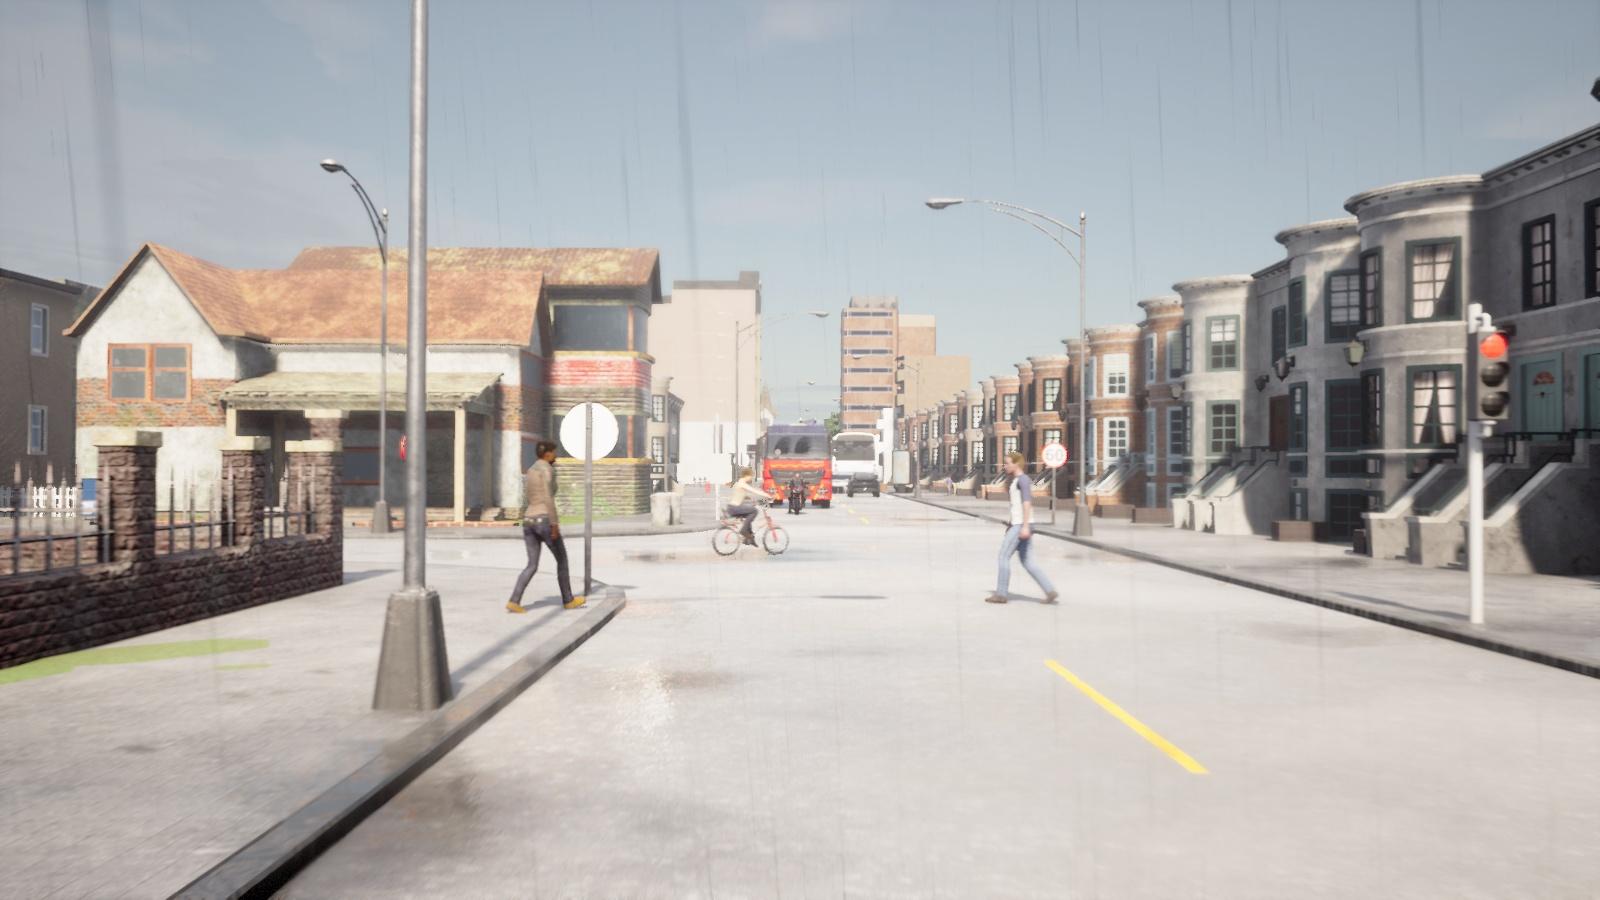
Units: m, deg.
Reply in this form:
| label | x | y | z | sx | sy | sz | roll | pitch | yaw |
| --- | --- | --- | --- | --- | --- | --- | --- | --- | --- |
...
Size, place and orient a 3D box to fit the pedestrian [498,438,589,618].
| label | x | y | z | sx | sy | sz | roll | pitch | yaw |
| --- | --- | --- | --- | --- | --- | --- | --- | --- | --- |
| pedestrian | -2.646 | 0.785 | 12.989 | 0.869 | 1.805 | 0.328 | 1 | -1 | -41 |

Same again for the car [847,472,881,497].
| label | x | y | z | sx | sy | sz | roll | pitch | yaw |
| --- | --- | --- | --- | --- | --- | --- | --- | --- | --- |
| car | 3.867 | 2.091 | 76.867 | 1.837 | 1.490 | 4.892 | 0 | -1 | 0 |

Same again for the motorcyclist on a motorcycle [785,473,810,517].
| label | x | y | z | sx | sy | sz | roll | pitch | yaw |
| --- | --- | --- | --- | --- | --- | --- | --- | --- | --- |
| motorcyclist on a motorcycle | -0.087 | 1.611 | 45.477 | 0.866 | 1.530 | 2.191 | 0 | -1 | 0 |

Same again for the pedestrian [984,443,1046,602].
| label | x | y | z | sx | sy | sz | roll | pitch | yaw |
| --- | --- | --- | --- | --- | --- | --- | --- | --- | --- |
| pedestrian | 2.537 | 0.846 | 14.805 | 0.706 | 1.836 | 0.354 | 0 | -1 | 12 |

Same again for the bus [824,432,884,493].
| label | x | y | z | sx | sy | sz | roll | pitch | yaw |
| --- | --- | --- | --- | --- | --- | --- | --- | --- | --- |
| bus | 3.840 | 0.976 | 92.783 | 3.944 | 4.253 | 10.273 | 0 | -1 | 0 |

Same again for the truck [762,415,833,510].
| label | x | y | z | sx | sy | sz | roll | pitch | yaw |
| --- | --- | --- | --- | --- | --- | --- | --- | --- | --- |
| truck | -0.108 | 0.578 | 55.408 | 2.891 | 3.827 | 8.468 | 0 | -1 | 0 |

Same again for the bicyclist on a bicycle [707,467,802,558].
| label | x | y | z | sx | sy | sz | roll | pitch | yaw |
| --- | --- | --- | --- | --- | --- | --- | --- | --- | --- |
| bicyclist on a bicycle | -0.838 | 1.139 | 22.956 | 1.509 | 1.612 | 0.866 | 0 | -3 | -21 |
